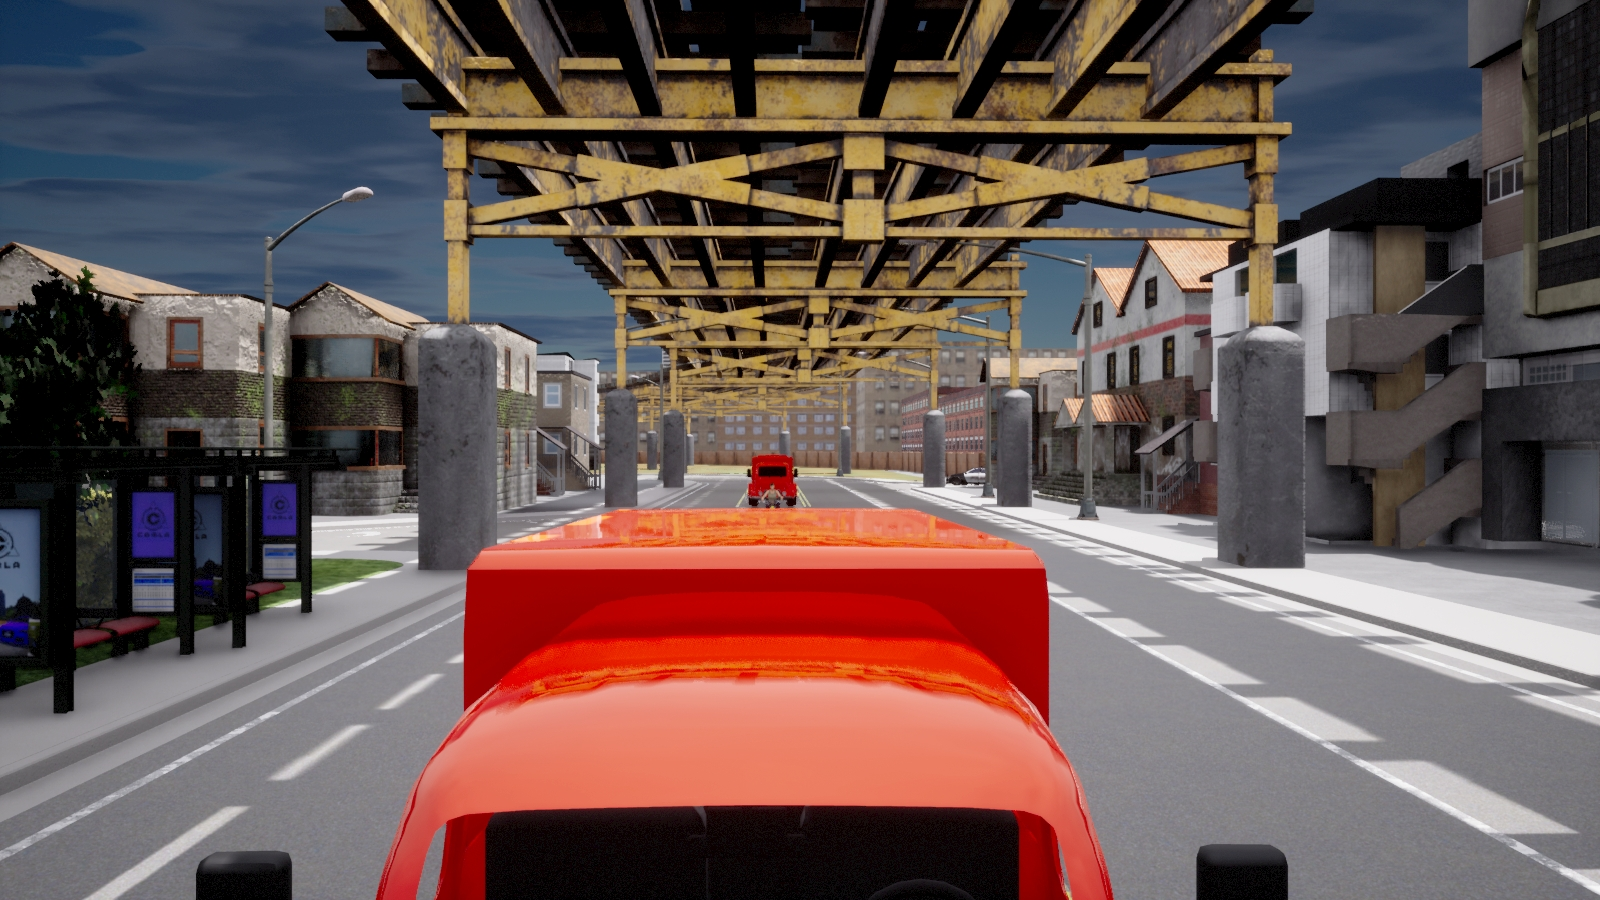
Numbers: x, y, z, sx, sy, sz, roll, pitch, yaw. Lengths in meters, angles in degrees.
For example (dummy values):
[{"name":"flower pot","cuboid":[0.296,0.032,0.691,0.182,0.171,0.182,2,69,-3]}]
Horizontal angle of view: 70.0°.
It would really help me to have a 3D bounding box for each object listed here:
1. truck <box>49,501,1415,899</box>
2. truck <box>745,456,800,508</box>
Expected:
[{"name":"truck","cuboid":[-0.167,1.568,4.802,2.627,2.467,5.204,0,0,-1]},{"name":"truck","cuboid":[-1.390,1.568,57.684,2.627,2.467,5.204,0,0,-1]}]
